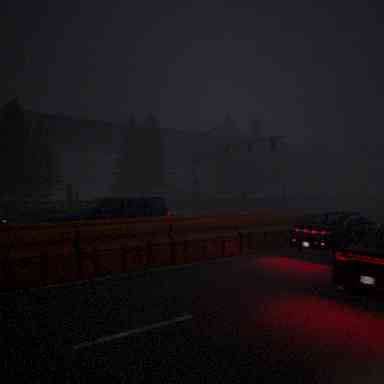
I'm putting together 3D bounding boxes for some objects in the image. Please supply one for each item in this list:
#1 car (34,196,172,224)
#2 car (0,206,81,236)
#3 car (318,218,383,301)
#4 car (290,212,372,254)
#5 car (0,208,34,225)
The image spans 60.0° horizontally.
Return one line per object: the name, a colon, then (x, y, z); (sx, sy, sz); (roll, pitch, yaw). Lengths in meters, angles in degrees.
car: (-3.489, 1.211, 14.382); (5.566, 2.045, 2.150); (0, 0, -35)
car: (-8.811, 1.558, 19.186); (4.181, 1.385, 1.994); (0, 0, -35)
car: (5.245, 1.463, 7.532); (5.008, 1.535, 1.882); (0, 0, -35)
car: (5.647, 1.471, 12.099); (4.902, 1.511, 2.128); (0, 0, -35)
car: (-6.777, 1.558, 16.338); (4.181, 1.385, 1.994); (0, 0, -35)
